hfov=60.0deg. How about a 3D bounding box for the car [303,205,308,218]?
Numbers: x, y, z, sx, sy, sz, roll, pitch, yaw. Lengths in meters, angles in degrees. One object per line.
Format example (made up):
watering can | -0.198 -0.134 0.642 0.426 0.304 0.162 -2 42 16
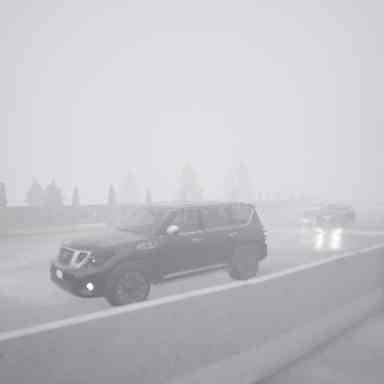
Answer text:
car | 12.198 1.680 32.145 1.812 1.442 4.674 -1 -1 34

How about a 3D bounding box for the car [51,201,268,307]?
car | -0.446 1.260 8.261 5.566 2.045 2.150 0 0 -39

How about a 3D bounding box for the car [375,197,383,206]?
car | 33.796 1.709 59.356 1.882 1.535 5.008 0 0 32

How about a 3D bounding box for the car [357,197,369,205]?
car | 34.025 1.783 66.270 1.812 1.442 4.674 -1 0 32

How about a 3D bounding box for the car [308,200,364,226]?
car | 10.585 1.594 24.210 2.128 1.511 4.902 0 0 39
